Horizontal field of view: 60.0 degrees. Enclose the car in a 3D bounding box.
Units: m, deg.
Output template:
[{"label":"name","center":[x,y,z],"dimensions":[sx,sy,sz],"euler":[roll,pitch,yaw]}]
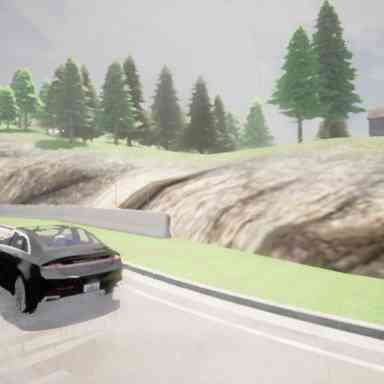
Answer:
[{"label":"car","center":[-3.473,1.517,7.788],"dimensions":[2.128,1.511,4.902],"euler":[0,0,-43]}]
